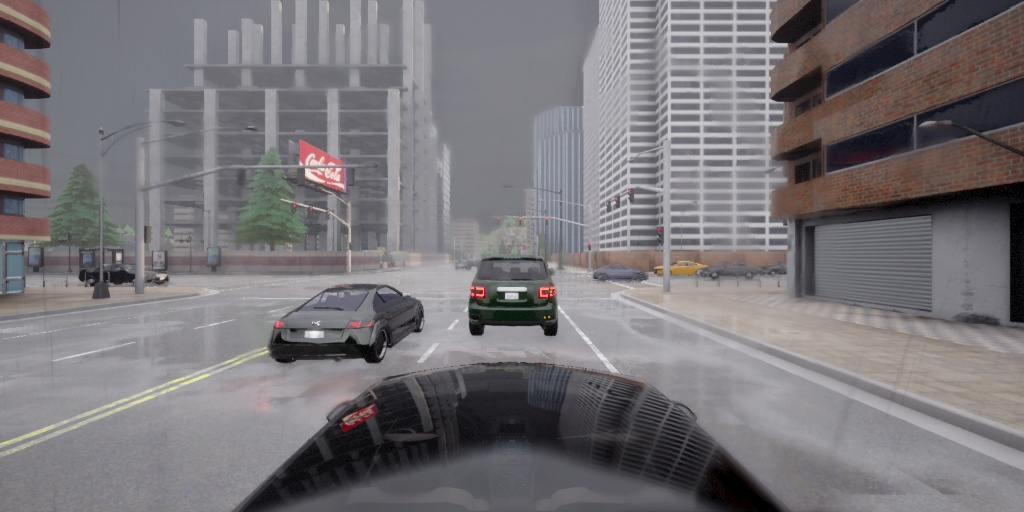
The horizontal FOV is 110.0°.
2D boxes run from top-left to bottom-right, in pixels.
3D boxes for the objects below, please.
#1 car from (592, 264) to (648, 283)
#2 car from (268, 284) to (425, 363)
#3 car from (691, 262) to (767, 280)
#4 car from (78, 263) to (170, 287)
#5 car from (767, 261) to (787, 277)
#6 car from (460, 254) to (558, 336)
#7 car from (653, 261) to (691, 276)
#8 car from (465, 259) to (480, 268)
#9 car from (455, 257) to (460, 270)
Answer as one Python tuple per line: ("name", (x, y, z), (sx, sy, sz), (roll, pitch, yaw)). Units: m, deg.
("car", (8.354, 1.314, 27.888), (4.181, 1.385, 1.994), (0, 0, 6))
("car", (-3.375, 1.314, 8.156), (1.994, 1.385, 4.181), (0, 0, 0))
("car", (18.782, 1.241, 31.245), (4.902, 1.511, 2.128), (0, 0, 0))
("car", (-25.911, 1.241, 24.062), (4.902, 1.511, 2.128), (0, 0, 0))
("car", (26.241, 1.241, 34.733), (4.902, 1.511, 2.128), (0, 0, 0))
("car", (0.102, 0.971, 10.543), (2.150, 2.045, 5.566), (0, 0, 2))
("car", (16.305, 1.227, 34.746), (5.008, 1.535, 1.882), (0, 0, 0))
("car", (-6.739, 1.312, 61.693), (1.994, 1.385, 4.181), (0, 0, 1))
("car", (-6.822, 1.241, 50.693), (2.128, 1.511, 4.902), (0, 0, 0))
